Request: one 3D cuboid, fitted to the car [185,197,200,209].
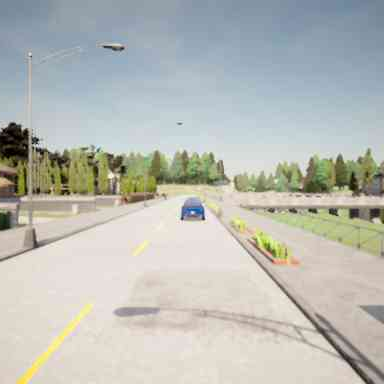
[{"bbox_3d":[0.087,1.364,43.397,1.812,1.442,4.674,0,0,0],"label":"car"}]

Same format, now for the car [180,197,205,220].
[{"bbox_3d":[0.072,1.376,27.279,1.882,1.535,5.008,0,0,0],"label":"car"}]
